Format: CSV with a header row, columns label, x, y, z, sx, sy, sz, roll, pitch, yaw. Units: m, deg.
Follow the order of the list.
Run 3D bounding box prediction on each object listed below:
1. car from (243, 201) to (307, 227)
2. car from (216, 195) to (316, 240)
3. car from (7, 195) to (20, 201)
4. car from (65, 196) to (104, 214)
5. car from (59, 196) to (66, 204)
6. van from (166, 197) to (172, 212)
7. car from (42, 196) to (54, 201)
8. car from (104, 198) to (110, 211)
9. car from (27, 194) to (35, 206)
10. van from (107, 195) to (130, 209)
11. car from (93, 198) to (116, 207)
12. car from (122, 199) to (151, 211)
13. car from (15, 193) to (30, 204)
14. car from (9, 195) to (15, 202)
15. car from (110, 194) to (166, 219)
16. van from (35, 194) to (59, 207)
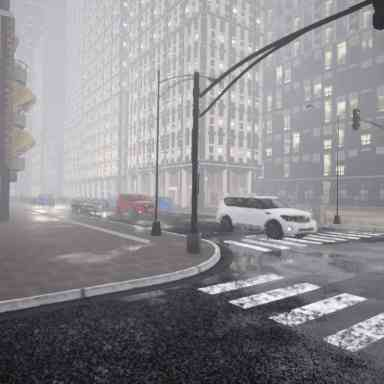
label,x,y,z,sx,sy,sz,roll,pitch,yaw
car,5.869,1.505,23.923,1.967,1.590,4.097,1,-1,-35
car,3.557,1.179,17.151,2.150,2.045,5.566,1,0,-35
car,-40.003,1.377,74.525,2.008,1.369,4.403,1,-1,-35
car,-10.740,1.427,32.955,2.008,1.369,4.403,1,-1,-35
car,-23.978,1.433,61.817,1.882,1.535,5.008,1,-1,-35
van,-3.885,1.382,37.781,1.690,1.788,3.998,1,-1,-35
car,-36.405,1.570,83.966,1.802,1.307,4.206,1,-1,-35
car,-11.493,1.413,38.550,2.128,1.511,4.902,1,-1,-35
car,-23.746,1.432,51.430,1.802,1.307,4.206,1,-1,-35
van,-10.387,1.368,47.019,1.690,1.788,3.998,1,-1,-35
car,-13.644,1.586,51.635,1.947,1.339,4.313,1,-1,-35
car,-7.140,1.584,42.397,2.008,1.369,4.403,1,-1,-35
car,-30.245,1.155,60.671,2.192,1.841,5.009,1,-1,-35
car,-36.753,1.396,69.906,1.947,1.339,4.313,1,-1,-35
car,-4.845,1.160,29.094,2.150,2.045,5.566,1,-1,-35
van,-20.491,1.197,46.814,1.690,1.788,3.998,1,-1,-35
